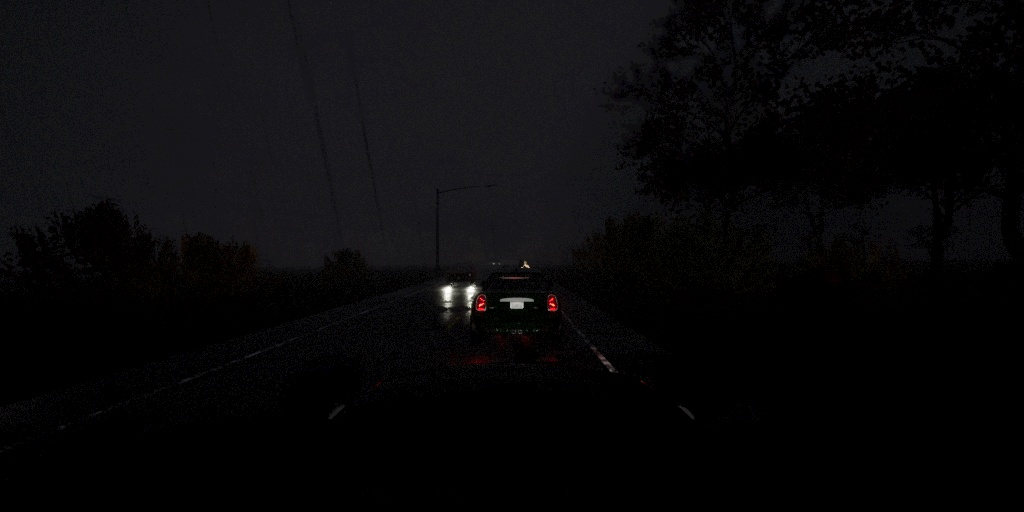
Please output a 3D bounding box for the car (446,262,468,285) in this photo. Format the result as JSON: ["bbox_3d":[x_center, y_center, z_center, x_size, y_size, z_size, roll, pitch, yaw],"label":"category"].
[{"bbox_3d":[-3.607,1.218,26.592,1.882,1.535,5.008,0,0,0],"label":"car"}]

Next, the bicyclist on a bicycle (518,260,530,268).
[{"bbox_3d":[0.960,1.177,25.791,0.866,1.612,1.509,0,0,1],"label":"bicyclist on a bicycle"}]

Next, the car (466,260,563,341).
[{"bbox_3d":[0.108,1.099,9.968,2.097,1.767,4.553,0,0,0],"label":"car"}]
